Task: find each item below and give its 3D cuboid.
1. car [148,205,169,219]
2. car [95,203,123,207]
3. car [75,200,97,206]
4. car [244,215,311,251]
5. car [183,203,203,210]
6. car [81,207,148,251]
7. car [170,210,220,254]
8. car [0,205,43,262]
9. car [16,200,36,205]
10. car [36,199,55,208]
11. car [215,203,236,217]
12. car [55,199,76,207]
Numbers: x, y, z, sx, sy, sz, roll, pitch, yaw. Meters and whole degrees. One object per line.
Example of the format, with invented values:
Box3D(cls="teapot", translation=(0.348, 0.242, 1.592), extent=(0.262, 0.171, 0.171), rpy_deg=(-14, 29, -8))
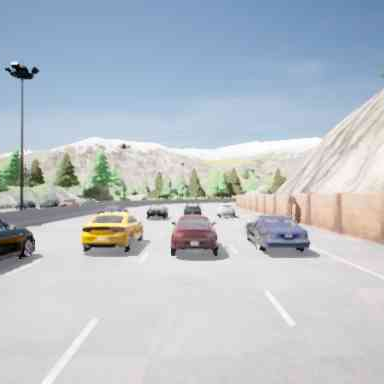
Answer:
Box3D(cls="car", translation=(-3.410, 1.981, 33.777), extent=(1.895, 1.301, 4.718), rpy_deg=(0, -1, 0))
Box3D(cls="car", translation=(-6.909, 1.886, 29.916), extent=(2.033, 1.411, 5.357), rpy_deg=(0, -1, 0))
Box3D(cls="car", translation=(-17.575, 2.134, 56.770), extent=(2.128, 1.511, 4.902), rpy_deg=(0, -1, 1))
Box3D(cls="car", translation=(3.596, 1.715, 14.894), extent=(2.033, 1.411, 5.357), rpy_deg=(0, -1, 0))
Box3D(cls="car", translation=(0.089, 1.886, 35.132), extent=(2.128, 1.511, 4.902), rpy_deg=(0, -1, 0))
Box3D(cls="car", translation=(-3.405, 1.648, 14.978), extent=(1.882, 1.535, 5.008), rpy_deg=(0, -1, 0))
Box3D(cls="car", translation=(0.086, 1.684, 14.056), extent=(1.812, 1.442, 4.674), rpy_deg=(0, -1, 0))
Box3D(cls="car", translation=(-6.907, 1.474, 10.575), extent=(2.097, 1.767, 4.553), rpy_deg=(0, -1, 0))
Box3D(cls="car", translation=(-28.031, 2.165, 56.365), extent=(1.812, 1.442, 4.674), rpy_deg=(0, -1, 1))
Box3D(cls="car", translation=(-24.514, 2.007, 57.751), extent=(2.097, 1.767, 4.553), rpy_deg=(0, -1, 1))
Box3D(cls="car", translation=(3.589, 1.926, 35.786), extent=(1.812, 1.442, 4.674), rpy_deg=(0, -1, 0))
Box3D(cls="car", translation=(-21.029, 1.995, 56.838), extent=(2.097, 1.767, 4.553), rpy_deg=(0, -1, 1))
